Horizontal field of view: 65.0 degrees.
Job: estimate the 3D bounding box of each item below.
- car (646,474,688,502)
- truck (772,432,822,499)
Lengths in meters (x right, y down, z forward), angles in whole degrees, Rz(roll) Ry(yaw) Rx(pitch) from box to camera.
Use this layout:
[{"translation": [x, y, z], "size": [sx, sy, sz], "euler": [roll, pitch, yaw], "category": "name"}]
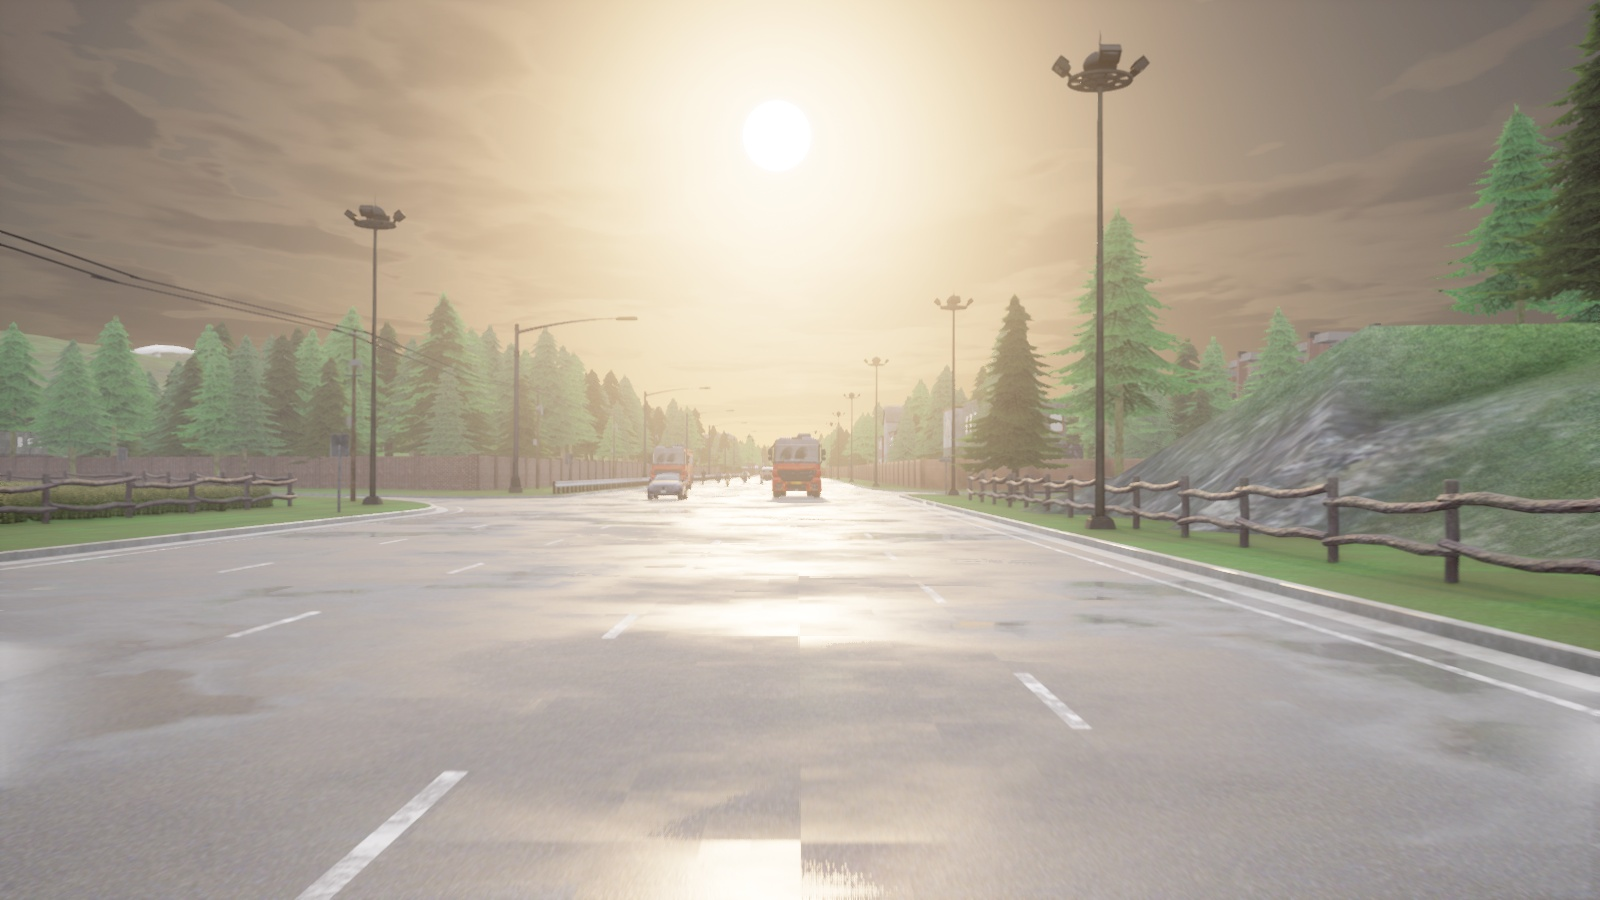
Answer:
[{"translation": [-7.164, 2.033, 68.130], "size": [1.812, 1.442, 4.674], "euler": [0, -1, 0], "category": "car"}, {"translation": [-0.189, 0.956, 76.351], "size": [2.891, 3.827, 8.468], "euler": [0, -1, 0], "category": "truck"}]
